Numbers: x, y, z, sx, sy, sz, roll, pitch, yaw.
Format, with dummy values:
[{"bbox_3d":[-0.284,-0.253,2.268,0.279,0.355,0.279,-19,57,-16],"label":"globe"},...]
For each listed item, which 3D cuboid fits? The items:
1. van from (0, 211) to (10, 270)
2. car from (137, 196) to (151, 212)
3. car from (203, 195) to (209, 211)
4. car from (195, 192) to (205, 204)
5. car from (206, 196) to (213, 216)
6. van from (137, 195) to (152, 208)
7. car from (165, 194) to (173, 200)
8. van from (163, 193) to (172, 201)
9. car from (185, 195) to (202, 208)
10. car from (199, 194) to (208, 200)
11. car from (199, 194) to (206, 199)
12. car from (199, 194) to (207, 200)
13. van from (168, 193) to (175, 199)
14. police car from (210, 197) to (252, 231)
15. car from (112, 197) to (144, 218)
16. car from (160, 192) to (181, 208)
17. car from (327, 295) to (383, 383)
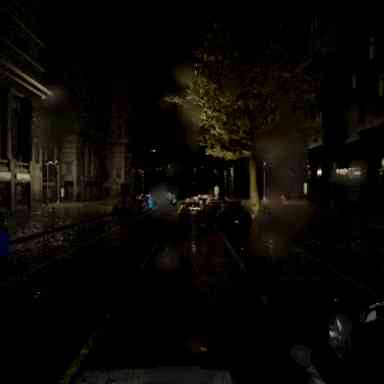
[{"bbox_3d":[-5.759,1.314,7.355,1.690,1.788,3.998,0,0,0],"label":"van"},{"bbox_3d":[-5.737,1.446,34.422,1.947,1.339,4.313,0,0,0],"label":"car"},{"bbox_3d":[2.802,1.372,45.396,1.752,1.417,4.829,0,0,0],"label":"car"},{"bbox_3d":[2.296,1.295,55.026,4.902,1.511,2.128,-1,2,-30],"label":"car"},{"bbox_3d":[2.788,1.424,34.646,1.887,1.381,4.507,0,0,0],"label":"car"},{"bbox_3d":[-5.734,1.205,39.834,1.690,1.788,3.998,0,0,0],"label":"van"},{"bbox_3d":[-5.713,1.291,83.344,1.887,1.381,4.507,0,0,0],"label":"car"},{"bbox_3d":[-5.718,1.101,77.818,1.690,1.788,3.998,0,0,0],"label":"van"},{"bbox_3d":[0.092,1.449,44.996,1.895,1.301,4.718,0,0,1],"label":"car"},{"bbox_3d":[2.842,1.291,83.319,1.887,1.381,4.507,0,0,0],"label":"car"},{"bbox_3d":[2.849,1.267,94.370,1.887,1.381,4.507,0,0,0],"label":"car"},{"bbox_3d":[2.845,1.279,88.844,1.887,1.381,4.507,0,0,0],"label":"car"},{"bbox_3d":[-5.703,1.063,94.393,1.690,1.788,3.998,0,0,0],"label":"van"},{"bbox_3d":[2.384,1.352,20.317,1.930,1.638,5.238,0,0,0],"label":"police car"},{"bbox_3d":[-5.741,1.442,29.008,1.887,1.381,4.507,0,0,0],"label":"car"},{"bbox_3d":[-3.010,1.202,44.166,2.097,1.767,4.553,0,0,1],"label":"car"},{"bbox_3d":[2.764,1.555,2.913,1.947,1.339,4.313,0,0,0],"label":"car"}]
